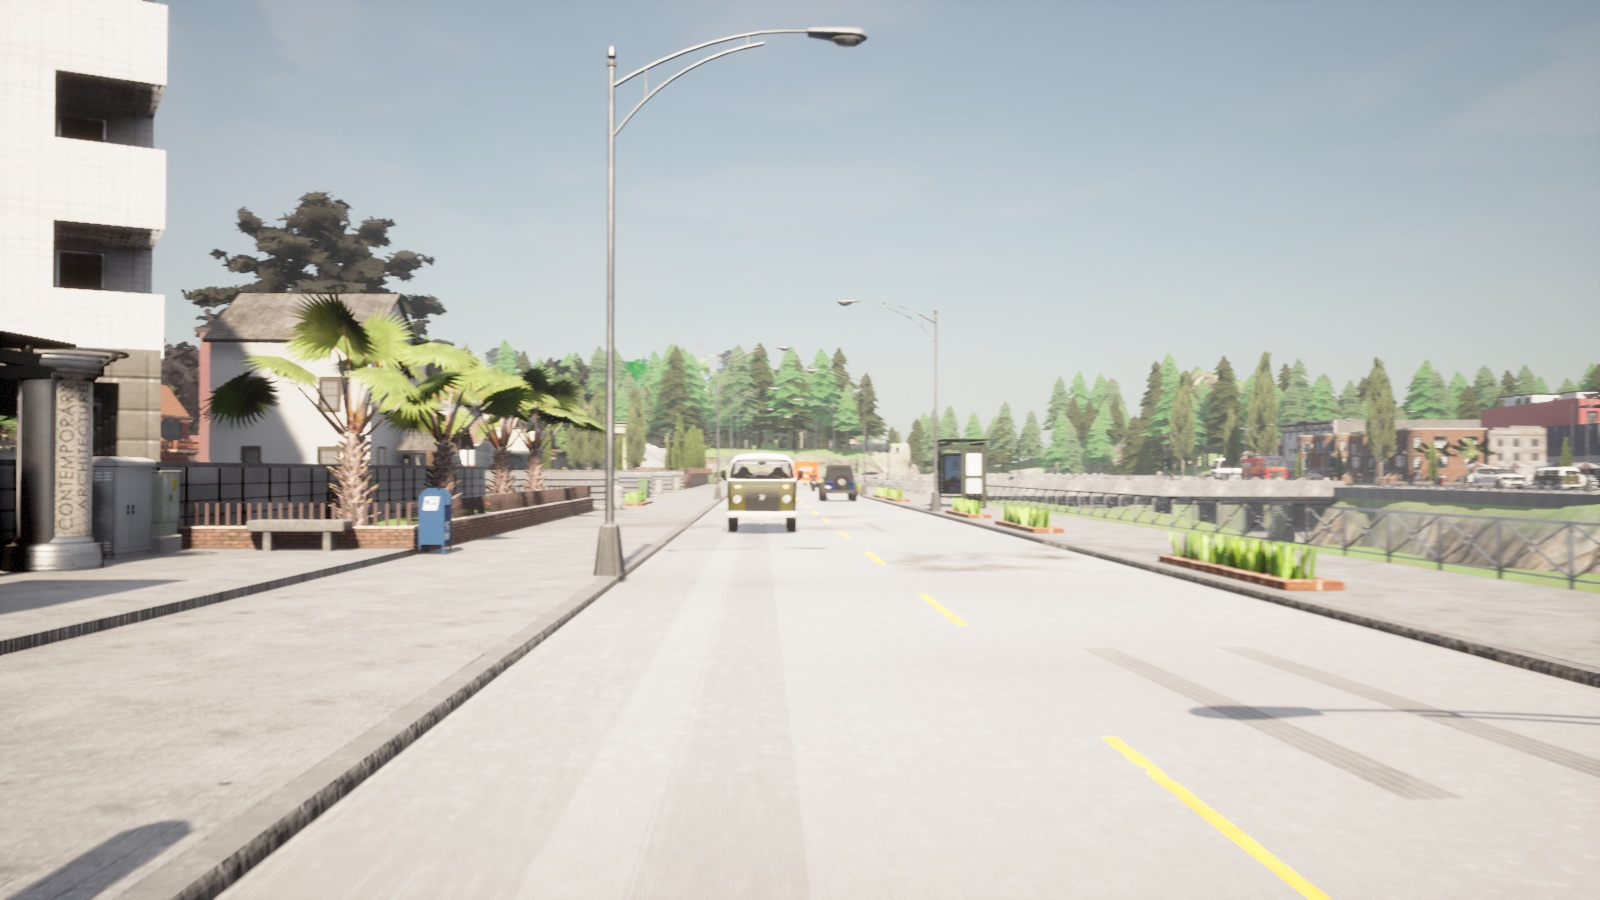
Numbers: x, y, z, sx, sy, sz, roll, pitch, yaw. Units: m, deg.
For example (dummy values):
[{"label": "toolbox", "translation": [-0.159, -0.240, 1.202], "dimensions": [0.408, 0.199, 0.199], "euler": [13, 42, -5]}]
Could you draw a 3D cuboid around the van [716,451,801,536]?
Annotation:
[{"label": "van", "translation": [-1.083, 1.095, 32.788], "dimensions": [2.069, 2.038, 4.480], "euler": [0, -1, -2]}]

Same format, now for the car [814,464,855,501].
[{"label": "car", "translation": [1.793, 1.711, 66.285], "dimensions": [1.905, 1.878, 3.866], "euler": [0, -1, -2]}]
